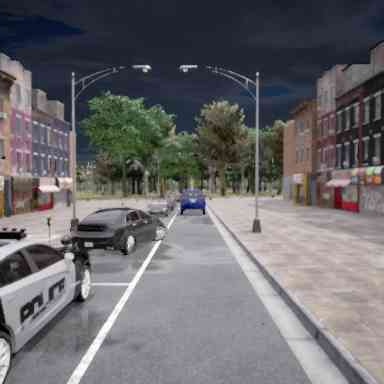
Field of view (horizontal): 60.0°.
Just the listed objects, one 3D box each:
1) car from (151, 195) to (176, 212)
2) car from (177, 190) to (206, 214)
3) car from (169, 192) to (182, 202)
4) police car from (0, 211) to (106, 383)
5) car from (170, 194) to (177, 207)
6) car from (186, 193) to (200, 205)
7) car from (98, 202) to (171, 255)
[{"bbox_3d":[-2.621,1.202,26.673,2.008,1.369,4.403,-1,1,0],"label":"car"},{"bbox_3d":[0.106,0.833,29.968,2.150,2.045,5.566,0,1,0],"label":"car"},{"bbox_3d":[-2.597,0.749,53.844,1.967,1.590,4.097,-1,1,0],"label":"car"},{"bbox_3d":[-3.004,1.356,5.054,1.930,1.638,5.238,0,1,0],"label":"police car"},{"bbox_3d":[-2.616,1.148,32.108,1.947,1.339,4.313,-1,1,0],"label":"car"},{"bbox_3d":[0.127,0.923,45.190,1.837,1.490,4.892,0,1,0],"label":"car"},{"bbox_3d":[-2.572,1.338,12.667,1.837,1.490,4.892,0,1,15],"label":"car"}]
